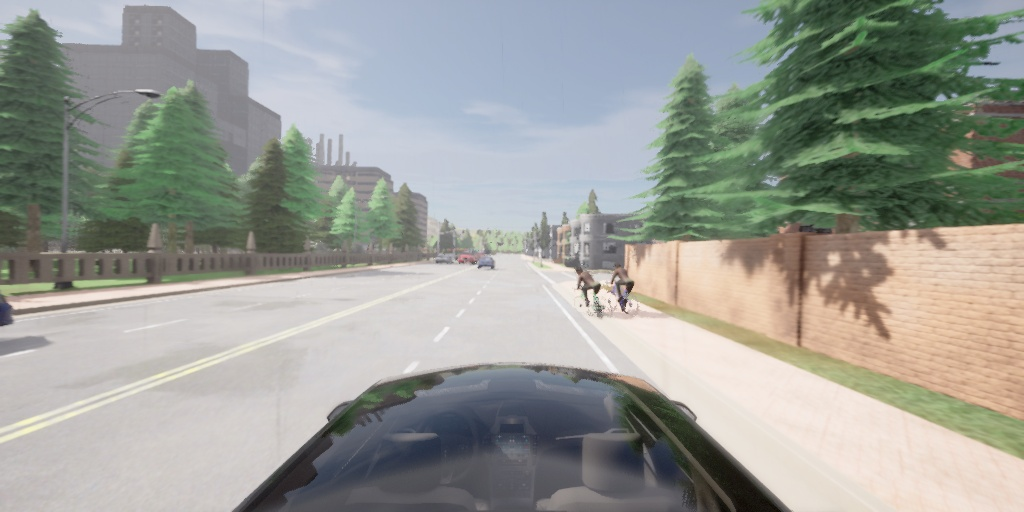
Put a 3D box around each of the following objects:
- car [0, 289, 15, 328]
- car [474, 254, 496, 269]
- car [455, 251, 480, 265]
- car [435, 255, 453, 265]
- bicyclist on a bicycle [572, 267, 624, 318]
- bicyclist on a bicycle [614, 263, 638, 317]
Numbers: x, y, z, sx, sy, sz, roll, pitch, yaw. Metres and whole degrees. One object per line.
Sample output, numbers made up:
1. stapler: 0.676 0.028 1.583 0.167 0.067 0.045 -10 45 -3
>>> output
1. car: -10.542 0.967 4.935 1.812 1.442 4.674 2 1 1
2. car: -3.003 0.793 43.196 2.033 1.411 5.357 2 1 0
3. car: -6.565 0.271 53.065 2.150 2.045 5.566 1 1 1
4. car: -10.071 0.558 53.201 1.895 1.301 4.718 2 1 1
5. bicyclist on a bicycle: 2.354 1.122 11.072 0.582 1.620 1.656 -18 7 -31
6. bicyclist on a bicycle: 3.444 1.041 11.402 0.582 1.620 1.656 1 0 -23
